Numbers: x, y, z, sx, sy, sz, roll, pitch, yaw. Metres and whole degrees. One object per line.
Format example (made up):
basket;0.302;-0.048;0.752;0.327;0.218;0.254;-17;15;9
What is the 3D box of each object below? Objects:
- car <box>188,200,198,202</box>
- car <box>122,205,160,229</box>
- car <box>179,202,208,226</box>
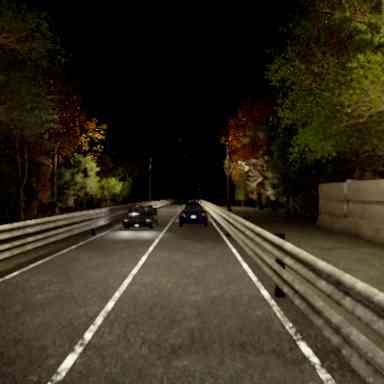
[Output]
car;0.095;1.872;47.556;2.128;1.511;4.902;0;-1;0
car;-3.259;1.612;22.340;2.033;1.411;5.357;0;0;0
car;0.097;1.641;23.988;1.994;1.385;4.181;0;0;0
